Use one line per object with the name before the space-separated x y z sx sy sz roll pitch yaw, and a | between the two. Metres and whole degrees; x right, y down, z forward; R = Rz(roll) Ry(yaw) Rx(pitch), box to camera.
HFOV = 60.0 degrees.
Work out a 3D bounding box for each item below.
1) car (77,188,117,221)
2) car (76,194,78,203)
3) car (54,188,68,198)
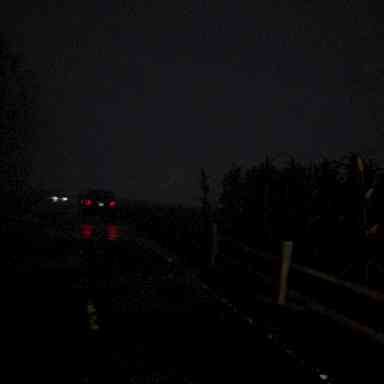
car | -6.546 0.782 23.097 2.150 2.045 5.566 5 0 -20
car | -12.358 0.705 38.651 1.994 1.385 4.181 5 0 -20
car | -19.772 0.114 50.441 2.033 1.411 5.357 5 0 -20
